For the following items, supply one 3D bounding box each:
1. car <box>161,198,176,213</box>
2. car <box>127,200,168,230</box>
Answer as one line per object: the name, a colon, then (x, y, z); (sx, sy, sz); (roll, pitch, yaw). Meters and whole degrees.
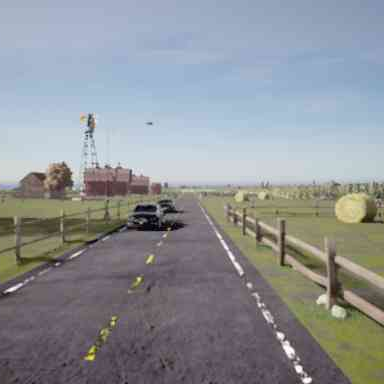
car: (-2.769, 1.495, 36.476); (1.837, 1.490, 4.892); (0, 0, 0)
car: (-2.787, 1.477, 20.761); (1.837, 1.490, 4.892); (0, -1, 0)
